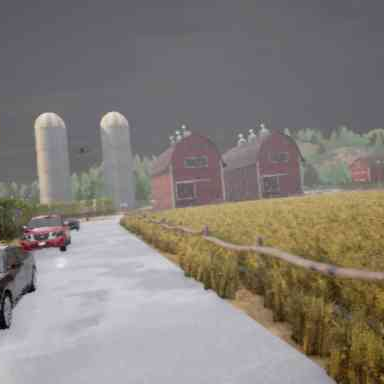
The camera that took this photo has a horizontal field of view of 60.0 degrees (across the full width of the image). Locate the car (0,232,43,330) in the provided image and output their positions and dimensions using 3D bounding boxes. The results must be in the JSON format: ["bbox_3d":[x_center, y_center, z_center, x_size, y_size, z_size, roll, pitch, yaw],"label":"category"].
[{"bbox_3d":[-5.034,2.097,7.947,1.882,1.535,5.008,-5,-1,-16],"label":"car"}]

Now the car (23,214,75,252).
[{"bbox_3d":[-8.488,2.397,19.704,2.150,2.045,5.566,-5,-1,-16],"label":"car"}]

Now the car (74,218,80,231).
[{"bbox_3d":[-12.845,3.431,35.026,1.895,1.301,4.718,-5,-1,-16],"label":"car"}]
